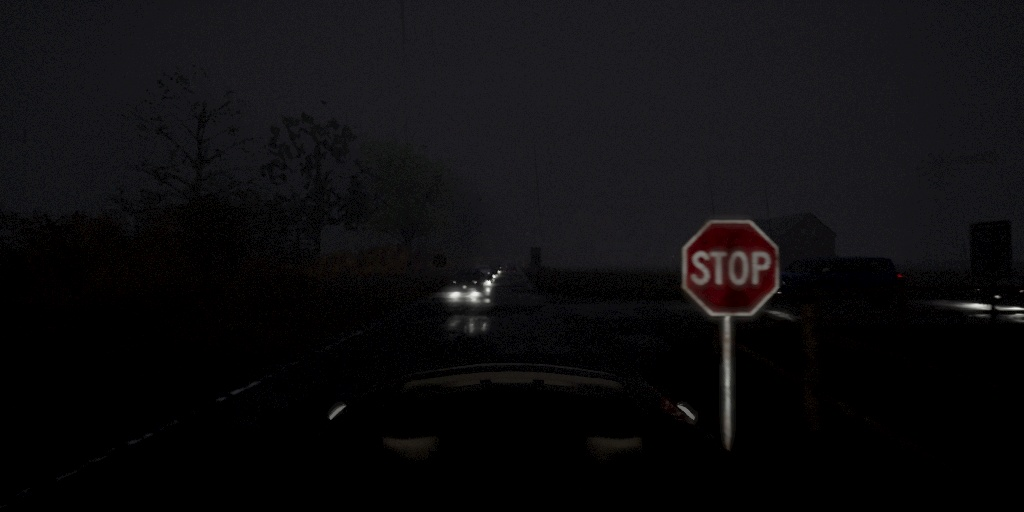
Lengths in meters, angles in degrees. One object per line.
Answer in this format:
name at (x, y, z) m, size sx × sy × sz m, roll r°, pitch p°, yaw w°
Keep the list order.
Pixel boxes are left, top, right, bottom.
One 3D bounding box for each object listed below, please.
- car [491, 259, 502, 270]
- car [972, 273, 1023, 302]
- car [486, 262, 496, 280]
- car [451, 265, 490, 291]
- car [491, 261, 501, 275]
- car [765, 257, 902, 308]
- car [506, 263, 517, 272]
car at (-2.900, 1.597, 64.093) m, size 2.150 × 2.045 × 5.566 m, roll 0°, pitch -1°, yaw 0°
car at (23.468, 1.354, 15.473) m, size 5.357 × 1.411 × 2.033 m, roll 0°, pitch -1°, yaw -1°
car at (-2.923, 1.628, 36.137) m, size 1.812 × 1.442 × 4.674 m, roll 0°, pitch 0°, yaw 0°
car at (-2.902, 1.537, 24.577) m, size 2.033 × 1.411 × 5.357 m, roll 0°, pitch -1°, yaw 0°
car at (-2.929, 1.774, 47.904) m, size 1.994 × 1.385 × 4.181 m, roll 0°, pitch 0°, yaw 1°
car at (13.217, 1.068, 15.292) m, size 5.566 × 2.045 × 2.150 m, roll 0°, pitch -1°, yaw 0°
car at (-0.041, 1.862, 59.451) m, size 2.033 × 1.411 × 5.357 m, roll 0°, pitch -1°, yaw 0°
